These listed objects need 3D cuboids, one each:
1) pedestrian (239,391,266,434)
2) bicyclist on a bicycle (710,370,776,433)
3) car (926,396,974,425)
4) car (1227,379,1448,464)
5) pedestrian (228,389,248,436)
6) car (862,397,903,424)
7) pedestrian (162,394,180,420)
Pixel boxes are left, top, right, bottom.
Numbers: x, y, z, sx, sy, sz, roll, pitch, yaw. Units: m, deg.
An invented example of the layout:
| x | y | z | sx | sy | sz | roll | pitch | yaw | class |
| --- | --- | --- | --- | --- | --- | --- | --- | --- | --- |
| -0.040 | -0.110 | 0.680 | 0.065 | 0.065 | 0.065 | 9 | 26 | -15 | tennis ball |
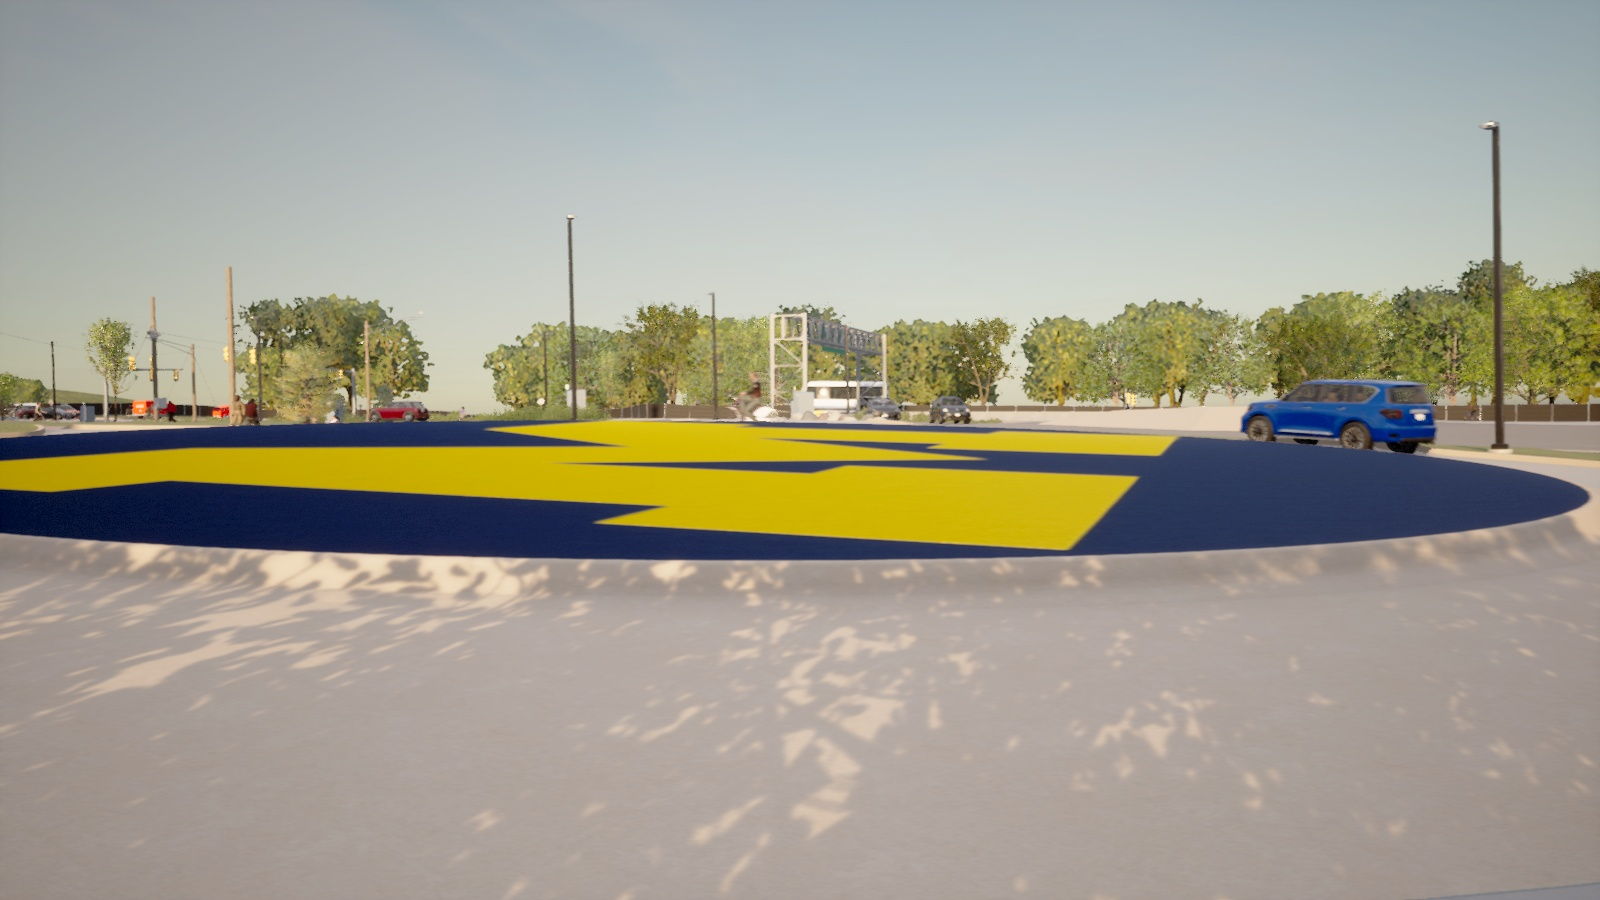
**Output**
| x | y | z | sx | sy | sz | roll | pitch | yaw | class |
| --- | --- | --- | --- | --- | --- | --- | --- | --- | --- |
| -23.992 | -1.633 | 55.054 | 0.634 | 1.844 | 0.899 | -1 | 1 | 10 | pedestrian |
| -1.669 | -1.418 | 36.817 | 1.843 | 1.776 | 0.659 | 2 | 2 | -3 | bicyclist on a bicycle |
| 8.628 | -2.277 | 72.529 | 1.851 | 1.617 | 3.988 | 1 | 2 | -6 | car |
| 15.042 | -0.885 | 35.568 | 2.150 | 2.045 | 5.566 | -1 | 5 | -27 | car |
| -23.332 | -1.546 | 52.121 | 0.396 | 1.930 | 0.692 | -1 | 1 | 11 | pedestrian |
| 4.862 | -2.355 | 74.838 | 2.007 | 1.525 | 4.514 | 1 | 2 | -2 | car |
| -44.344 | -3.035 | 88.518 | 0.899 | 1.844 | 0.634 | 0 | 1 | 25 | pedestrian |
